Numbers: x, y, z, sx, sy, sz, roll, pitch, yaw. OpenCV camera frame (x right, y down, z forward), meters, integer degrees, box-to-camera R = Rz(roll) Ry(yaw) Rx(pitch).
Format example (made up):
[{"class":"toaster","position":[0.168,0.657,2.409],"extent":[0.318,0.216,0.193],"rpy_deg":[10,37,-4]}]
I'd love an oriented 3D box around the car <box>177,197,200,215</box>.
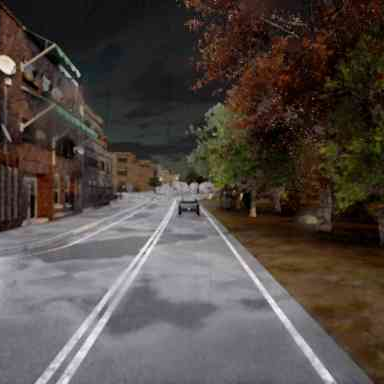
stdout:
[{"class":"car","position":[-0.315,1.212,30.573],"extent":[2.128,1.511,4.902],"rpy_deg":[0,1,-1]}]
